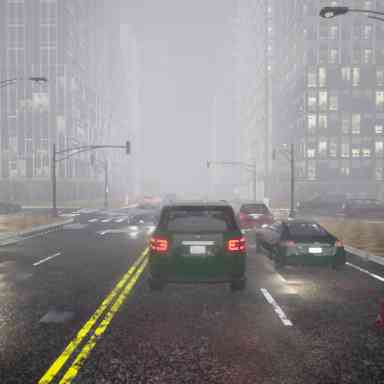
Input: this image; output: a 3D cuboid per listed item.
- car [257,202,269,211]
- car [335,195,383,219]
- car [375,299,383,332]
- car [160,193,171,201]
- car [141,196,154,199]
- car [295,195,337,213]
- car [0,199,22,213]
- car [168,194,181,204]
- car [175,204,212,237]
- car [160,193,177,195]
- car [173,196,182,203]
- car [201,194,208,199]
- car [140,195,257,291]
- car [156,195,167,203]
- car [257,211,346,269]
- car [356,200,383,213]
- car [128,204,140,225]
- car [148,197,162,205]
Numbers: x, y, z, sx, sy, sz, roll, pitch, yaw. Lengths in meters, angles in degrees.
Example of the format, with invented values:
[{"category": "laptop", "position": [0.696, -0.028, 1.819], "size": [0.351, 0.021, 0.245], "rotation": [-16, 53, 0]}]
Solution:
[{"category": "car", "position": [3.390, 1.342, 19.711], "size": [2.097, 1.767, 4.553], "rotation": [0, 0, 0]}, {"category": "car", "position": [16.263, 1.519, 30.386], "size": [5.009, 1.841, 2.192], "rotation": [1, 0, 1]}, {"category": "car", "position": [3.355, 1.600, 2.272], "size": [1.895, 1.301, 4.718], "rotation": [0, 0, 0]}, {"category": "car", "position": [-6.337, 1.153, 79.757], "size": [2.150, 2.045, 5.566], "rotation": [0, 0, 0]}, {"category": "car", "position": [-6.521, 1.318, 49.943], "size": [2.097, 1.767, 4.553], "rotation": [0, 0, 1]}, {"category": "car", "position": [14.118, 1.312, 36.203], "size": [5.566, 2.045, 2.150], "rotation": [1, 1, 1]}, {"category": "car", "position": [-19.572, 1.405, 33.638], "size": [4.181, 1.385, 1.994], "rotation": [1, 1, 1]}, {"category": "car", "position": [-3.188, 1.304, 61.537], "size": [2.097, 1.767, 4.553], "rotation": [0, 0, 0]}, {"category": "car", "position": [0.135, 1.516, 18.852], "size": [1.812, 1.442, 4.674], "rotation": [0, 0, 2]}, {"category": "car", "position": [-3.257, 1.185, 51.726], "size": [2.150, 2.045, 5.566], "rotation": [0, 0, -1]}, {"category": "car", "position": [-3.105, 1.535, 71.590], "size": [1.895, 1.301, 4.718], "rotation": [0, 0, 0]}, {"category": "car", "position": [3.438, 1.219, 91.619], "size": [1.882, 1.535, 5.008], "rotation": [0, 0, 0]}, {"category": "car", "position": [0.120, 1.218, 9.170], "size": [2.150, 2.045, 5.566], "rotation": [0, 0, 0]}, {"category": "car", "position": [-6.359, 1.420, 69.187], "size": [1.882, 1.535, 5.008], "rotation": [0, 0, 0]}, {"category": "car", "position": [3.373, 1.559, 11.097], "size": [1.994, 1.385, 4.181], "rotation": [0, 0, 0]}, {"category": "car", "position": [21.888, 1.642, 38.661], "size": [4.829, 1.417, 1.752], "rotation": [1, 0, 1]}, {"category": "car", "position": [-3.244, 1.538, 24.319], "size": [2.033, 1.411, 5.357], "rotation": [0, 0, 1]}, {"category": "car", "position": [-6.452, 1.556, 58.933], "size": [1.895, 1.301, 4.718], "rotation": [0, 0, 0]}]
